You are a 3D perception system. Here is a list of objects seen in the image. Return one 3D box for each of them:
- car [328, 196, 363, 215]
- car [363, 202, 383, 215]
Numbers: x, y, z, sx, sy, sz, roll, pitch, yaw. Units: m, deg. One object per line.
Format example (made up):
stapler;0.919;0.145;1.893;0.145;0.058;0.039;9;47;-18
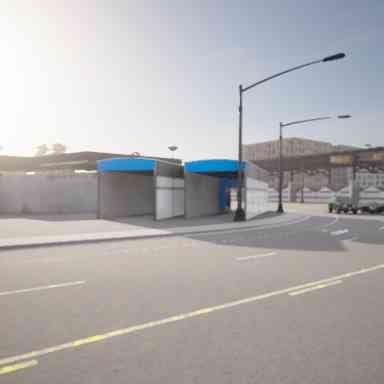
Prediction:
car;17.904;1.532;39.650;2.150;2.045;5.566;0;0;8
car;21.381;1.896;39.240;2.033;1.411;5.357;0;0;8
